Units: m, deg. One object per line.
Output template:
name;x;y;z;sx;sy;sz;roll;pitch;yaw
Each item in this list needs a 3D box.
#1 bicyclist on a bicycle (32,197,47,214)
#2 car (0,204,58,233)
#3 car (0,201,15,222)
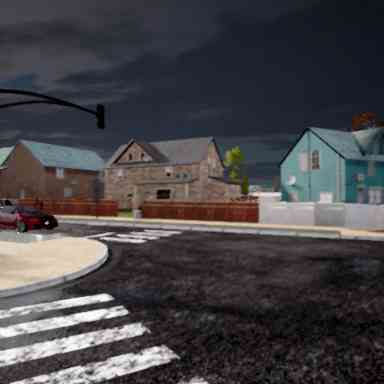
bicyclist on a bicycle;-12.216;1.228;26.486;0.582;1.620;1.656;0;0;25
car;-9.636;1.479;18.809;4.181;1.385;1.994;0;0;25
car;-15.627;1.435;24.866;4.674;1.442;1.812;0;0;25
